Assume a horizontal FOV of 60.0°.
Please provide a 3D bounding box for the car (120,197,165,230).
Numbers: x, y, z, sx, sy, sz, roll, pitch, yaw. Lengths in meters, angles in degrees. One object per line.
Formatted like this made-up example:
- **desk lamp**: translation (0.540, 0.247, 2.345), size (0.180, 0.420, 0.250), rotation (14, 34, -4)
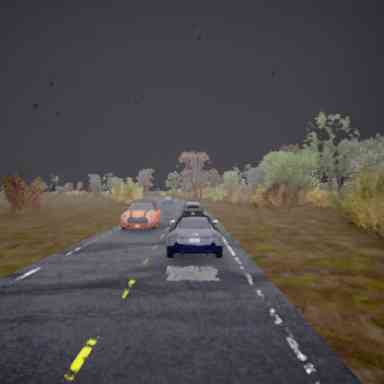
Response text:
- **car**: translation (-3.109, 1.355, 21.084), size (2.097, 1.767, 4.553), rotation (0, 0, 0)

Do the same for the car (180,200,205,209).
- **car**: translation (0.056, 1.509, 29.471), size (1.837, 1.490, 4.892), rotation (0, 0, -1)

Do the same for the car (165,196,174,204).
- **car**: translation (-4.509, 1.543, 62.826), size (1.812, 1.442, 4.674), rotation (0, 0, -4)

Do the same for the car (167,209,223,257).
- **car**: translation (0.095, 1.567, 12.993), size (1.994, 1.385, 4.181), rotation (0, 0, 0)
